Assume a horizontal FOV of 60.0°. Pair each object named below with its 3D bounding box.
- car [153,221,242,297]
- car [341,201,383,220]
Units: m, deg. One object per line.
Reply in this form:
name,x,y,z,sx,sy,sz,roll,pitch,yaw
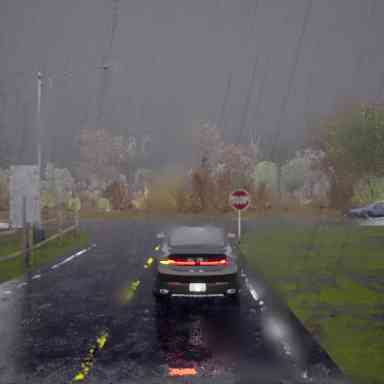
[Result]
car,0.109,1.501,8.526,1.837,1.490,4.892,0,0,0
car,14.561,1.396,25.808,5.357,1.411,2.033,0,0,1
